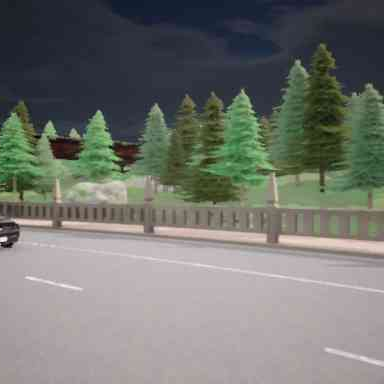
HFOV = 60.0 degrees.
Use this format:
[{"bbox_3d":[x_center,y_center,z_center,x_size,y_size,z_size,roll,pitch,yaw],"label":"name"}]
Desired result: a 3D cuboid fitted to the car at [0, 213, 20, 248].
[{"bbox_3d":[-8.887,1.445,13.033,4.892,1.490,1.837,0,0,27],"label":"car"}]
